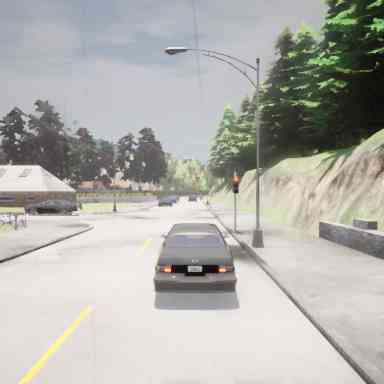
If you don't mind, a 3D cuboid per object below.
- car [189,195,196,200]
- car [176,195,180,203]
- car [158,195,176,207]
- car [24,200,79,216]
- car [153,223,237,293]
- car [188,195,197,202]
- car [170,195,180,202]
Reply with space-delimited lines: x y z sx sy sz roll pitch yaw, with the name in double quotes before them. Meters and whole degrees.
"car" 0.156 1.408 86.111 1.812 1.442 4.674 0 0 0
"car" -3.924 1.477 64.542 1.882 1.535 5.008 0 0 1
"car" -4.003 1.564 51.121 1.994 1.385 4.181 0 0 0
"car" -13.339 1.491 31.641 4.902 1.511 2.128 0 0 -2
"car" 0.075 1.547 8.997 2.033 1.411 5.357 0 0 0
"car" 0.137 1.516 75.751 2.128 1.511 4.902 0 0 0
"car" -3.859 1.464 77.881 2.128 1.511 4.902 0 0 0
